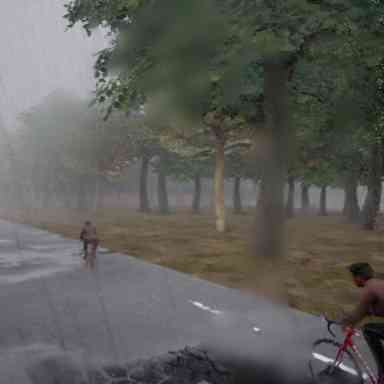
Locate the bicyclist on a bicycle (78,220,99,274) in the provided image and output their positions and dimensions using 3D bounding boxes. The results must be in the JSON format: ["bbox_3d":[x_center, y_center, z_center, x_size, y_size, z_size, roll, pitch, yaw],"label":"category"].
[{"bbox_3d":[-3.349,1.752,10.785,0.582,1.620,1.656,2,-2,-36],"label":"bicyclist on a bicycle"}]

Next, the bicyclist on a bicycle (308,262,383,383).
[{"bbox_3d":[1.897,1.575,3.424,0.582,1.620,1.656,2,-2,-35],"label":"bicyclist on a bicycle"}]
